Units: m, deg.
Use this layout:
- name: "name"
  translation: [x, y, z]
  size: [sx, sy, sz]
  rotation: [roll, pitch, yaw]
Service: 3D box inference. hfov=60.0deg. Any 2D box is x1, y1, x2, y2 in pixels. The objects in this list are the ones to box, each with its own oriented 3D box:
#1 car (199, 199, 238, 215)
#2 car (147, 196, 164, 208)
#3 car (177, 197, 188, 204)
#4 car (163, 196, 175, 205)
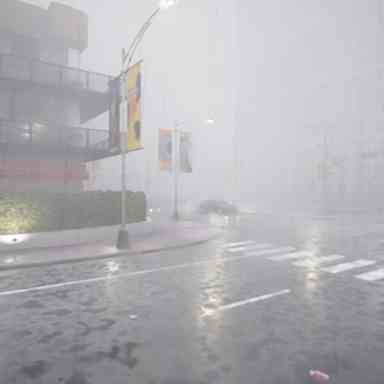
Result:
- name: "car"
  translation: [2.601, 1.513, 33.952]
  size: [1.837, 1.490, 4.892]
  rotation: [0, 0, -35]
- name: "car"
  translation: [-6.142, 1.602, 46.516]
  size: [1.994, 1.385, 4.181]
  rotation: [0, 0, -35]
- name: "car"
  translation: [-2.272, 1.562, 62.155]
  size: [2.033, 1.411, 5.357]
  rotation: [0, 0, -19]
- name: "car"
  translation: [-5.876, 1.504, 59.374]
  size: [4.902, 1.511, 2.128]
  rotation: [0, 0, 42]
